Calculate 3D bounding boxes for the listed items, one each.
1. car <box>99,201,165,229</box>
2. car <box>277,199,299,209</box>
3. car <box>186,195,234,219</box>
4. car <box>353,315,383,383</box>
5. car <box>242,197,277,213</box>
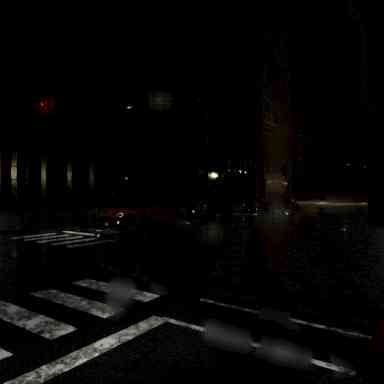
[{"bbox_3d":[-3.864,1.380,21.928,2.097,1.767,4.553,0,0,35],"label":"car"},{"bbox_3d":[13.169,1.628,45.610,1.994,1.385,4.181,0,0,36],"label":"car"},{"bbox_3d":[1.738,1.260,29.755,2.150,2.045,5.566,0,0,36],"label":"car"},{"bbox_3d":[3.600,1.221,1.123,5.566,2.045,2.150,0,0,36],"label":"car"},{"bbox_3d":[7.438,1.403,37.673,2.097,1.767,4.553,0,0,36],"label":"car"}]
